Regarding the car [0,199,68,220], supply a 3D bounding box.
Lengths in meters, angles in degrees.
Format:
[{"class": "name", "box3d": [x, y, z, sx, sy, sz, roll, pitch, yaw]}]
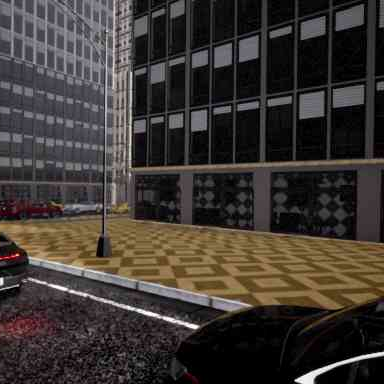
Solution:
[{"class": "car", "box3d": [-14.164, 1.518, 29.664, 2.192, 1.841, 5.009, 1, 0, 37]}]

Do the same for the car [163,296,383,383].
[{"class": "car", "box3d": [1.986, 1.505, 2.258, 4.892, 1.490, 1.837, 0, 0, 36]}]

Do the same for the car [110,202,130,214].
[{"class": "car", "box3d": [-7.335, 1.829, 38.851, 1.752, 1.417, 4.829, 1, 0, 37]}]

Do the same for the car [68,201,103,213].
[{"class": "car", "box3d": [-13.174, 1.794, 40.688, 1.895, 1.301, 4.718, 1, 0, 37]}]

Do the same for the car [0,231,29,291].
[{"class": "car", "box3d": [-5.731, 1.500, 7.801, 4.892, 1.490, 1.837, 0, 0, 36]}]

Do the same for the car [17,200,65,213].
[{"class": "car", "box3d": [-17.629, 1.642, 39.051, 1.752, 1.417, 4.829, 1, 0, 37]}]
